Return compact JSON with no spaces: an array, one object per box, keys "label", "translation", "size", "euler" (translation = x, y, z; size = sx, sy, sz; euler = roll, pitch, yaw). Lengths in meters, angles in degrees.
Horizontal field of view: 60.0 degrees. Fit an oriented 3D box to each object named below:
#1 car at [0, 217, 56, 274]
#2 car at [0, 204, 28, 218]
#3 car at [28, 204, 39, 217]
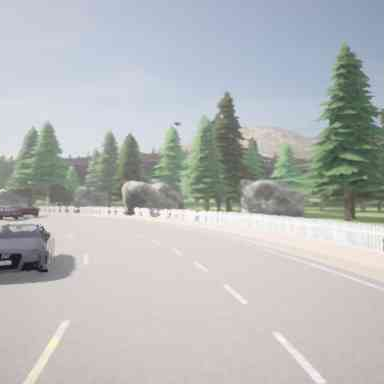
[{"label":"car","translation":[-5.621,1.750,10.857],"size":[1.994,1.385,4.181],"euler":[0,-1,-18]},{"label":"car","translation":[-20.014,2.159,34.873],"size":[5.357,1.411,2.033],"euler":[-1,-1,31]},{"label":"car","translation":[-19.924,2.133,38.683],"size":[5.008,1.535,1.882],"euler":[-1,-1,30]}]
